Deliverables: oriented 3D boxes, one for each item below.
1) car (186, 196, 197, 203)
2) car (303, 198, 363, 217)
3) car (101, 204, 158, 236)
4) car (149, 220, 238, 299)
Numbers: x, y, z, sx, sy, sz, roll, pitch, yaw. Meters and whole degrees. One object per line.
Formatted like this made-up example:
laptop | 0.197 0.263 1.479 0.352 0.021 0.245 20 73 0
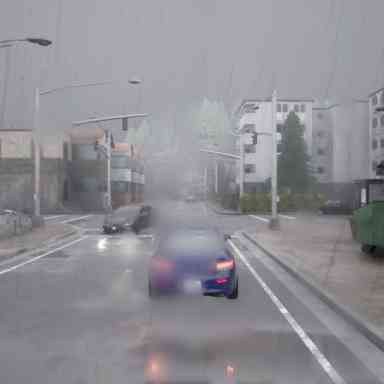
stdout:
car | -0.152 1.526 66.956 1.812 1.442 4.674 0 0 0
car | 11.990 1.301 28.090 5.008 1.535 1.882 0 0 -1
car | -3.376 1.468 18.769 1.837 1.490 4.892 -2 2 12
car | 0.039 1.526 8.314 1.812 1.442 4.674 0 0 0
